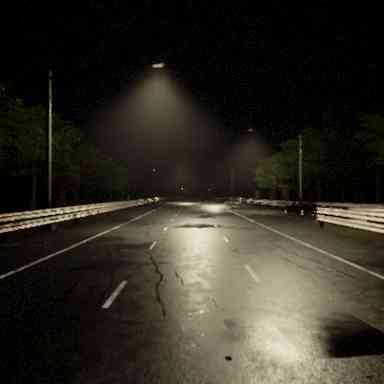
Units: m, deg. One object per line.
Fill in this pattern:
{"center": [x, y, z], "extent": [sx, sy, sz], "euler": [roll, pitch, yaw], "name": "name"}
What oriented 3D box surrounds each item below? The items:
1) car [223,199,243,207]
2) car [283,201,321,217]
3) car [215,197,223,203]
{"center": [7.269, 1.892, 57.564], "extent": [1.895, 1.301, 4.718], "euler": [0, 0, -6], "name": "car"}
{"center": [11.537, 1.696, 35.137], "extent": [1.837, 1.490, 4.892], "euler": [0, 0, -18], "name": "car"}
{"center": [6.975, 2.085, 84.900], "extent": [2.128, 1.511, 4.902], "euler": [0, 0, 0], "name": "car"}
